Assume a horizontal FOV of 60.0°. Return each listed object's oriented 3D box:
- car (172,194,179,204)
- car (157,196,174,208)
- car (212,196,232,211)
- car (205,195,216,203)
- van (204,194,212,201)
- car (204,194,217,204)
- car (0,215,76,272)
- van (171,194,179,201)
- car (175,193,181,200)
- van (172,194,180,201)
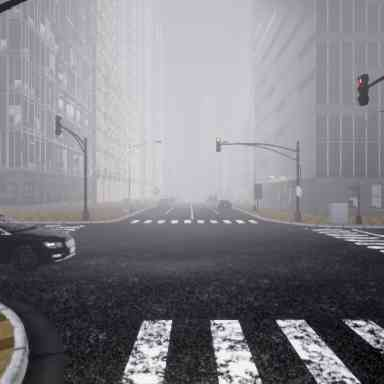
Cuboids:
[{"bbox_3d":[-4.020,1.564,63.909,1.947,1.339,4.313,0,0,0],"label":"car"},{"bbox_3d":[-3.970,1.592,47.326,1.802,1.307,4.206,0,0,0],"label":"car"},{"bbox_3d":[3.976,1.579,41.824,1.947,1.339,4.313,0,0,0],"label":"car"},{"bbox_3d":[3.843,1.432,69.461,1.967,1.590,4.097,0,0,0],"label":"car"},{"bbox_3d":[3.809,1.321,80.516,1.690,1.788,3.998,0,0,0],"label":"van"},{"bbox_3d":[3.860,1.313,63.932,2.192,1.841,5.009,0,0,0],"label":"car"},{"bbox_3d":[-6.007,1.411,9.805,4.902,1.511,2.128,1,0,-3],"label":"car"},{"bbox_3d":[-4.071,1.321,80.492,1.690,1.788,3.998,0,0,0],"label":"van"},{"bbox_3d":[-4.054,1.426,74.964,1.967,1.590,4.097,0,0,0],"label":"car"},{"bbox_3d":[-4.088,1.315,86.019,1.690,1.788,3.998,0,0,0],"label":"van"}]
